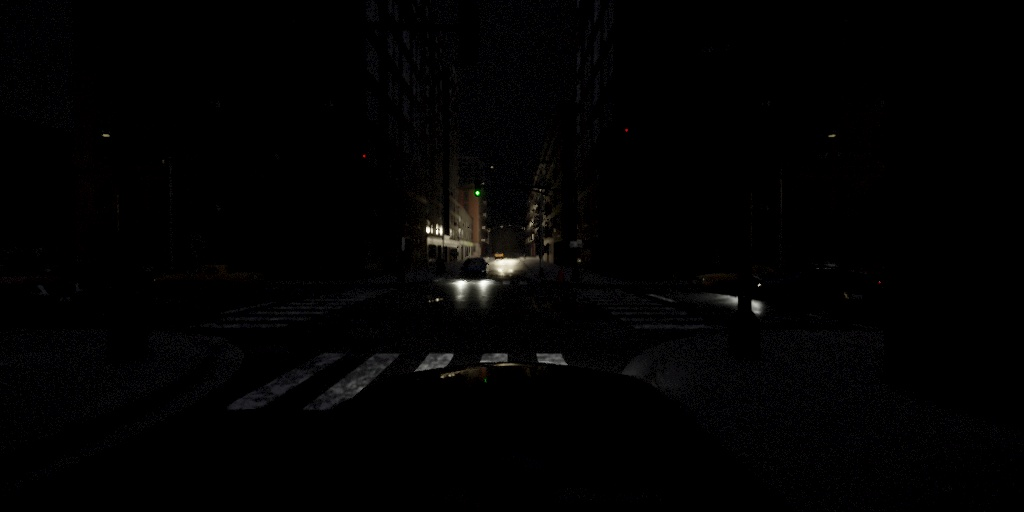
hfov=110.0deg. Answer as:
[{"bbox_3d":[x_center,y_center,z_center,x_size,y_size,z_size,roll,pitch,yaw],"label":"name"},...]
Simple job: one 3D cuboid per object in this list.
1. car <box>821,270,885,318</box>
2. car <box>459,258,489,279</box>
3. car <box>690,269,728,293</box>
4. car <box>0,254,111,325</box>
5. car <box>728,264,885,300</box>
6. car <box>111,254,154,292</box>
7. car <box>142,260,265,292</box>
[{"bbox_3d":[11.775,1.183,10.092,4.313,1.339,1.948,0,0,0],"label":"car"},{"bbox_3d":[-2.770,0.883,26.860,1.882,1.535,5.008,0,2,0],"label":"car"},{"bbox_3d":[11.619,1.054,18.117,4.829,1.417,1.751,0,0,0],"label":"car"},{"bbox_3d":[-15.108,0.906,10.108,5.009,1.841,2.192,0,0,0],"label":"car"},{"bbox_3d":[12.785,1.105,15.571,5.357,1.411,2.033,0,1,0],"label":"car"},{"bbox_3d":[-20.773,0.812,18.137,5.009,1.841,2.192,0,0,0],"label":"car"},{"bbox_3d":[-15.264,1.029,18.133,4.829,1.417,1.751,0,0,0],"label":"car"}]
